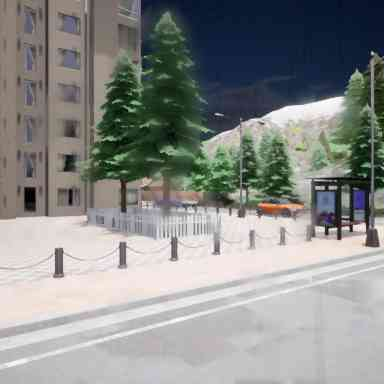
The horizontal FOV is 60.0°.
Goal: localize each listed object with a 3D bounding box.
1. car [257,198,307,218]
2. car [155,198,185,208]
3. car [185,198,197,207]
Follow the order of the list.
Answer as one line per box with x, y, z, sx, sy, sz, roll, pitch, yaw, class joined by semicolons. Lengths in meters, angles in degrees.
8.090;1.368;30.204;2.097;1.767;4.553;0;0;-35;car
-3.447;1.495;46.848;1.882;1.535;5.008;0;0;-35;car
-1.337;1.616;49.961;1.895;1.301;4.718;0;0;-35;car
